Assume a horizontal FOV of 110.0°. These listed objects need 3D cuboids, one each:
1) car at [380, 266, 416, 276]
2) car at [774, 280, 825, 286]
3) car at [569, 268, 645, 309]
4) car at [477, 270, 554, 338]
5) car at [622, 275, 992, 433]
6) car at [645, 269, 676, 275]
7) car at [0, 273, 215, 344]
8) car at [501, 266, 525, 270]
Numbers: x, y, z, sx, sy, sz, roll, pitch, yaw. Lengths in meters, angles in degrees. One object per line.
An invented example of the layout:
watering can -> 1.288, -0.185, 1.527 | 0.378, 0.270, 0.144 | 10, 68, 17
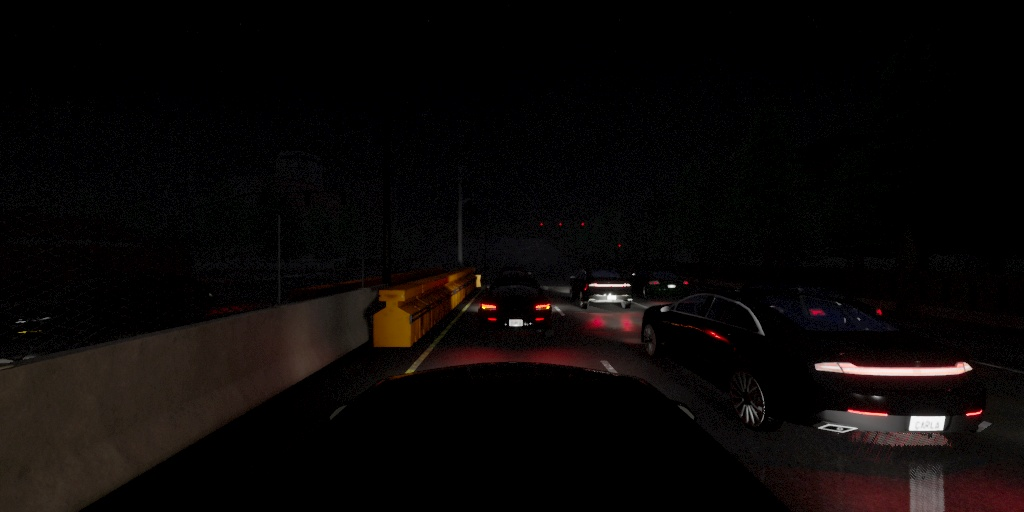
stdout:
car -> -7.047, 1.351, 22.658 | 1.994, 1.385, 4.181 | 0, 0, 0
car -> 7.086, 1.314, 9.490 | 1.994, 1.385, 4.181 | 0, 0, 0
car -> 3.560, 1.242, 14.972 | 2.128, 1.511, 4.902 | 0, 0, 2
car -> 0.078, 1.276, 10.037 | 1.812, 1.442, 4.674 | 0, 0, 0
car -> 3.596, 1.242, 5.543 | 2.128, 1.511, 4.902 | 0, 0, 0
car -> 7.065, 1.314, 17.879 | 1.994, 1.385, 4.181 | 0, 0, 0
car -> -10.605, 1.254, 9.670 | 1.837, 1.490, 4.892 | 0, 0, 0
car -> 0.061, 1.276, 19.102 | 1.812, 1.442, 4.674 | 0, 0, 0
